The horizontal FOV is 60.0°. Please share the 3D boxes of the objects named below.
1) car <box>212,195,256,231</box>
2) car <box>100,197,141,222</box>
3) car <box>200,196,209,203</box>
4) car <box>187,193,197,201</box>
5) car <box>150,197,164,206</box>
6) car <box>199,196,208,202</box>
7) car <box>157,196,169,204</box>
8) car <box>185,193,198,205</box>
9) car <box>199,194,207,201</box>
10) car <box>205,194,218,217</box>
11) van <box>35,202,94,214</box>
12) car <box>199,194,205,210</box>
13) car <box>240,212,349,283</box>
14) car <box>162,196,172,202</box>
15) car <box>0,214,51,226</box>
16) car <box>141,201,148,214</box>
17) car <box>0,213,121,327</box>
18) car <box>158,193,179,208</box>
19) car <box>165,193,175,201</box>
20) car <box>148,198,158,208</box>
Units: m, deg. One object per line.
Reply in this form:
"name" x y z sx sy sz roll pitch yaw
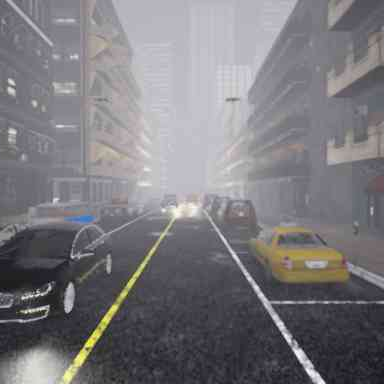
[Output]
"car" 2.675 1.314 20.494 2.192 1.841 5.009 -1 0 0
"car" -5.696 1.314 26.124 2.192 1.841 5.009 -1 0 0
"car" 2.674 1.525 71.083 1.752 1.417 4.829 -1 0 0
"car" -0.005 1.224 77.477 2.097 1.767 4.553 0 0 0
"car" -5.704 1.581 54.135 1.802 1.307 4.206 -1 0 0
"car" 2.674 1.566 76.515 1.947 1.339 4.313 -1 0 0
"car" -5.705 1.550 65.339 2.008 1.369 4.403 -1 0 0
"car" -0.004 1.218 60.736 2.150 2.045 5.566 0 0 0
"car" 2.672 1.440 82.117 1.967 1.590 4.097 -1 0 0
"car" 2.674 1.314 31.698 2.192 1.841 5.009 -1 0 0
"van" -5.672 1.340 14.920 1.690 1.788 3.998 -1 0 0
"car" 2.390 1.219 42.564 2.150 2.045 5.566 0 0 0
"car" 2.678 1.525 9.460 1.752 1.417 4.829 -1 0 0
"car" -5.706 1.551 76.543 2.008 1.369 4.403 -1 0 0
"car" -5.669 1.550 9.318 2.008 1.369 4.403 -1 0 0
"car" -5.710 1.549 31.727 2.008 1.369 4.403 -1 0 0
"car" -3.101 1.500 7.459 1.837 1.490 4.892 0 1 0
"car" -3.082 1.220 47.517 2.150 2.045 5.566 0 0 0
"car" -5.710 1.316 87.747 2.192 1.841 5.009 -1 0 0
"car" -5.704 1.581 48.533 1.802 1.307 4.206 -1 0 0
